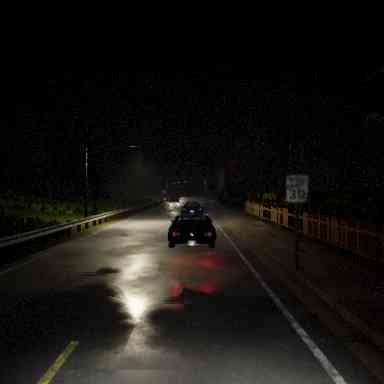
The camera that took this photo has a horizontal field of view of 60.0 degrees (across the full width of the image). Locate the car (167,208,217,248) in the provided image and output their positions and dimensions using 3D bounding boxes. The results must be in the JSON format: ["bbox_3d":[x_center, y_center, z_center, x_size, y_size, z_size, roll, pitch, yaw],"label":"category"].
[{"bbox_3d":[0.000,1.613,14.680,1.895,1.301,4.718,0,0,0],"label":"car"}]

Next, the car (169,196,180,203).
[{"bbox_3d":[-3.500,1.558,67.958,1.837,1.490,4.892,0,0,0],"label":"car"}]

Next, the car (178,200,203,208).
[{"bbox_3d":[0.000,1.570,29.650,1.994,1.385,4.181,0,0,0],"label":"car"}]
